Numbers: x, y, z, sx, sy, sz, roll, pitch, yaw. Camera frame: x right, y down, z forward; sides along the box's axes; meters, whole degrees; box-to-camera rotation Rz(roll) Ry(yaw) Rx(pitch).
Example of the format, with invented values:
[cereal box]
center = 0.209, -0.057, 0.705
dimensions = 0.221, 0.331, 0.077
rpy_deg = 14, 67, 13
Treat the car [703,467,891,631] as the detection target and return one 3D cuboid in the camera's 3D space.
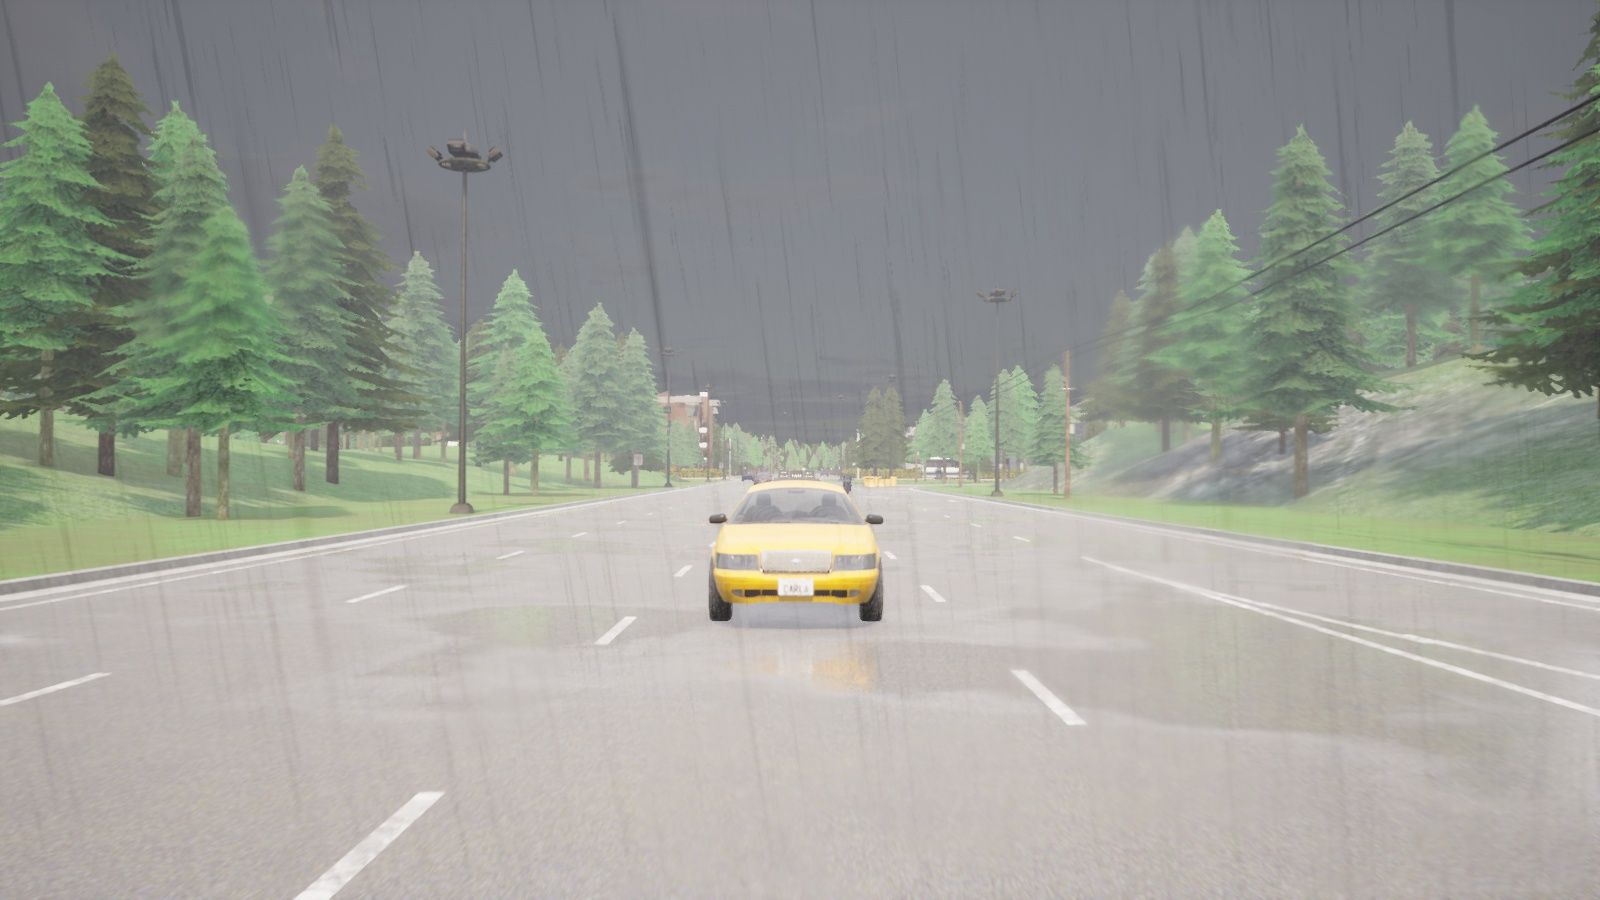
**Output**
[car]
center = -0.036, 1.002, 14.778
dimensions = 1.801, 1.575, 5.366
rpy_deg = 0, -1, 0
